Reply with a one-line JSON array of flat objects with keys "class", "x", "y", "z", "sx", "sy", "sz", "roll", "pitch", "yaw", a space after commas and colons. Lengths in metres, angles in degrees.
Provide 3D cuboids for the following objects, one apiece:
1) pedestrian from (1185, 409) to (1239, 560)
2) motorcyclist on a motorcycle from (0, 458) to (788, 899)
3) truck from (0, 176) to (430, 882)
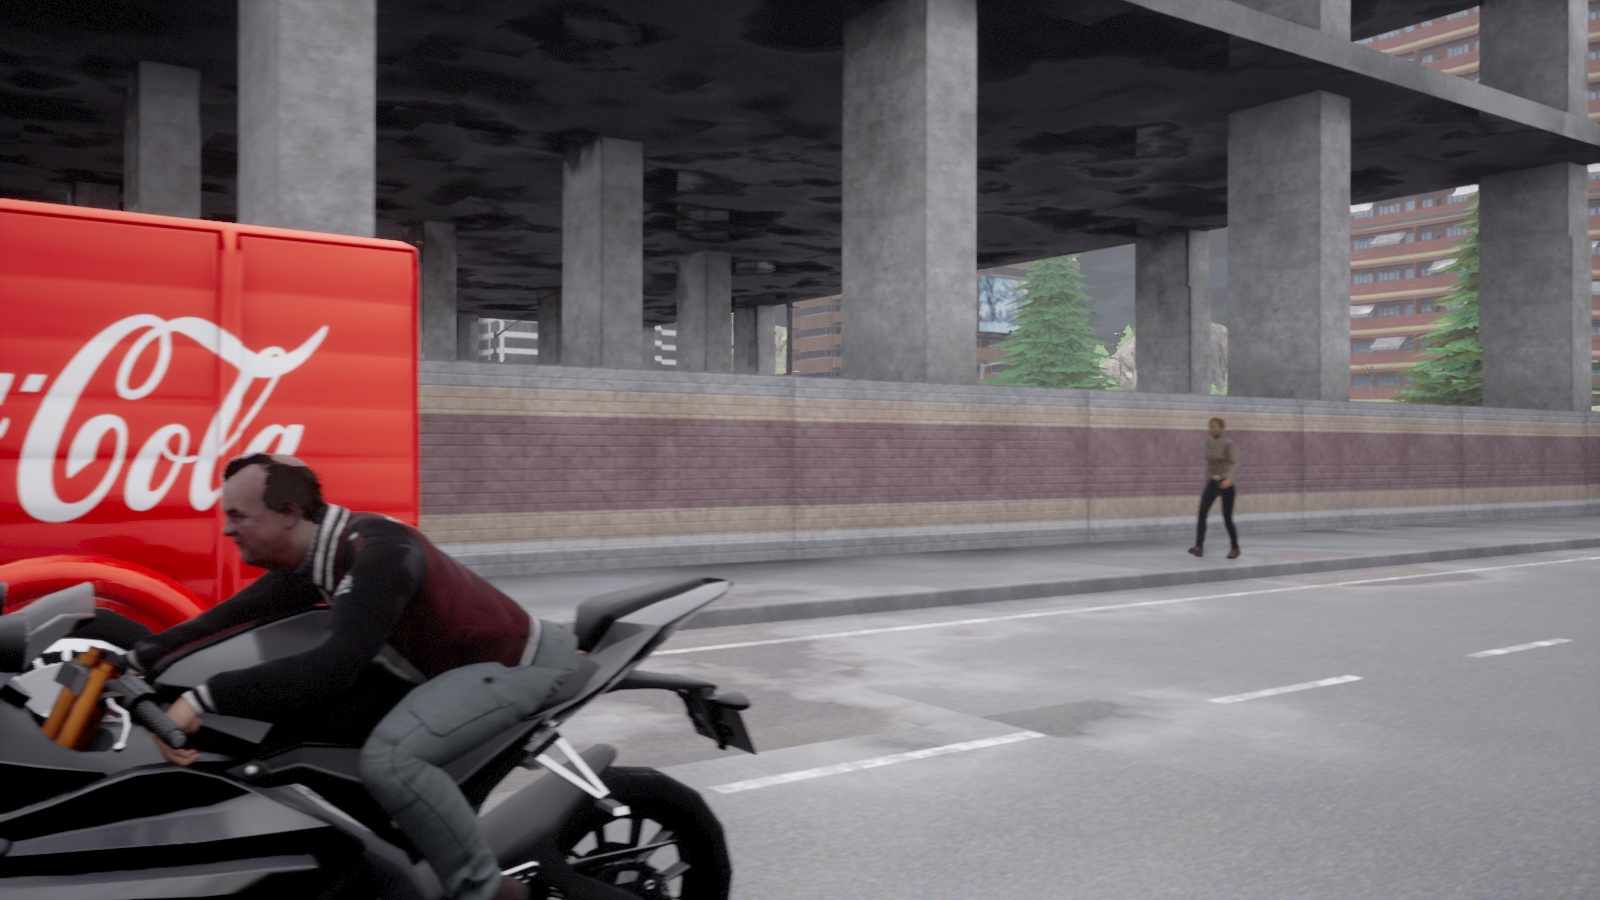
[{"class": "pedestrian", "x": 5.152, "y": 0.427, "z": 15.699, "sx": 0.634, "sy": 1.846, "sz": 0.331, "roll": 0, "pitch": 0, "yaw": -36}, {"class": "motorcyclist on a motorcycle", "x": -1.175, "y": 0.789, "z": 2.843, "sx": 2.191, "sy": 1.530, "sz": 0.866, "roll": 0, "pitch": 0, "yaw": -35}, {"class": "truck", "x": -4.434, "y": 0.279, "z": 4.838, "sx": 5.204, "sy": 2.467, "sz": 2.627, "roll": 0, "pitch": 0, "yaw": -35}]
